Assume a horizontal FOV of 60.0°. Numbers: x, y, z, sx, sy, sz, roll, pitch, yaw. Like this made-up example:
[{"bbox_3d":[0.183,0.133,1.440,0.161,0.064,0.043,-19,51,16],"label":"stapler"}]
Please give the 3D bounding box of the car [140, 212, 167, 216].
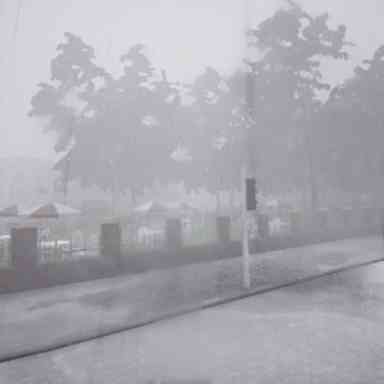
[{"bbox_3d":[-6.447,3.695,56.296,4.553,1.767,2.097,0,-3,-37],"label":"car"}]
